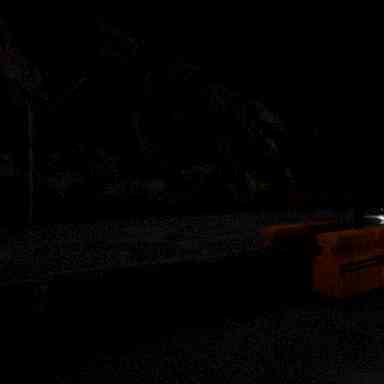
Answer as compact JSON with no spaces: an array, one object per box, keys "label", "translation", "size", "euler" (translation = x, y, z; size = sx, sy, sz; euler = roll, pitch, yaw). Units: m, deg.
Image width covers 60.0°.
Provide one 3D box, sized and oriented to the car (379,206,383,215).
[{"label":"car","translation":[19.511,1.436,30.802],"size":[5.357,1.411,2.033],"euler":[0,0,-36]}]
